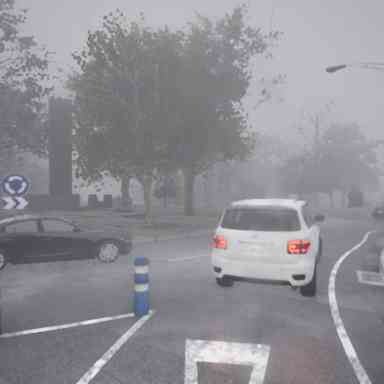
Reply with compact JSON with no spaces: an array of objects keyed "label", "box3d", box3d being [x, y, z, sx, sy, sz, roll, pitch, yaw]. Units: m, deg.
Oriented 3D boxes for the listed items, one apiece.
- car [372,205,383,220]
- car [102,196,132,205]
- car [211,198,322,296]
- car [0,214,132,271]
[{"label":"car","box3d":[16.028,1.515,25.383,4.181,1.385,1.994,2,0,-14]},{"label":"car","box3d":[-10.521,1.201,46.831,4.181,1.385,1.994,0,0,9]},{"label":"car","box3d":[2.232,1.179,8.933,2.150,2.045,5.566,0,1,22]},{"label":"car","box3d":[-4.391,1.423,10.347,5.008,1.535,1.882,0,1,-23]}]
